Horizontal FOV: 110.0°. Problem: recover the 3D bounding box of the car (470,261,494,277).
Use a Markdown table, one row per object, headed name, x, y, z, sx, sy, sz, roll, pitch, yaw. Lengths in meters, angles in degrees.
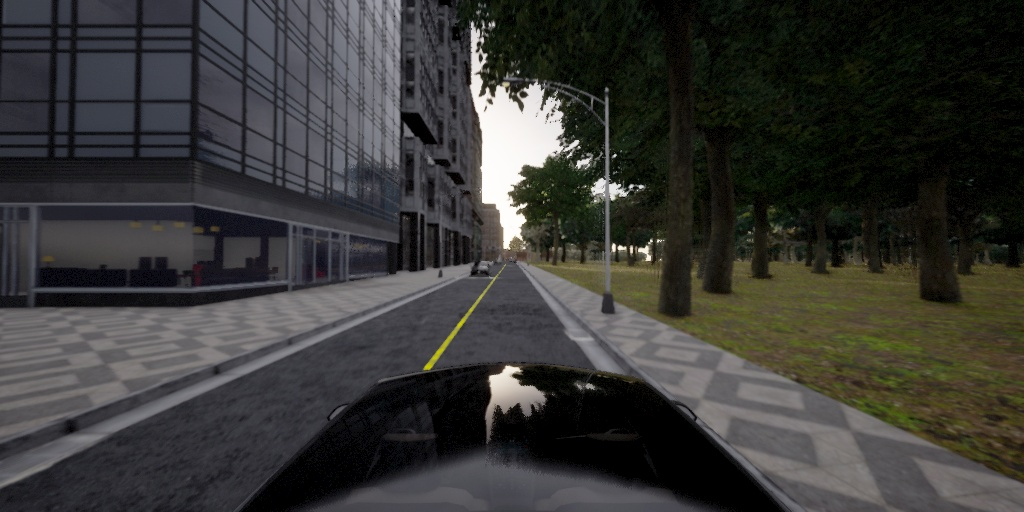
| name | x | y | z | sx | sy | sz | roll | pitch | yaw |
| --- | --- | --- | --- | --- | --- | --- | --- | --- | --- |
| car | -3.118 | 1.283 | 36.376 | 1.837 | 1.490 | 4.892 | 0 | 0 | 0 |
